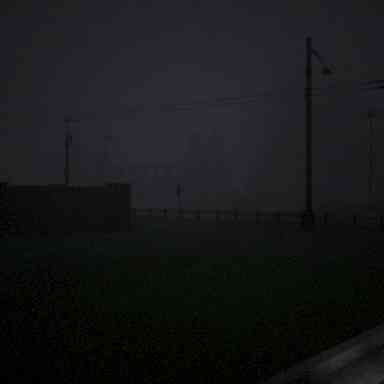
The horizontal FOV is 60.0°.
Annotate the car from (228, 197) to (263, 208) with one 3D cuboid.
[{"bbox_3d":[7.227,1.477,45.260,4.674,1.442,1.812,0,0,7],"label":"car"}]
